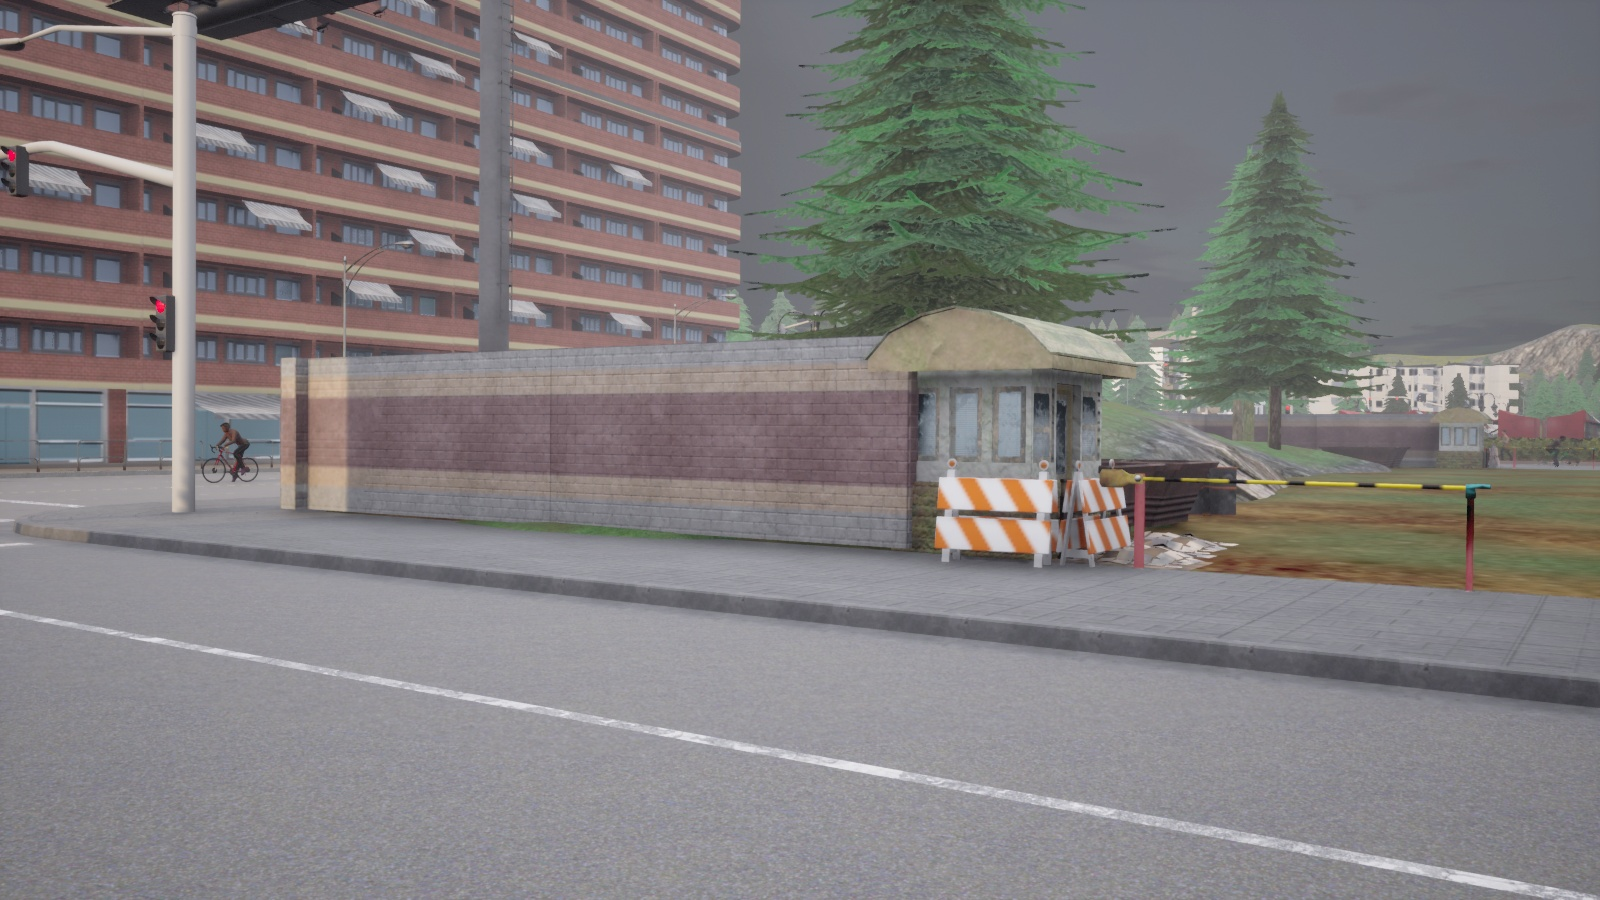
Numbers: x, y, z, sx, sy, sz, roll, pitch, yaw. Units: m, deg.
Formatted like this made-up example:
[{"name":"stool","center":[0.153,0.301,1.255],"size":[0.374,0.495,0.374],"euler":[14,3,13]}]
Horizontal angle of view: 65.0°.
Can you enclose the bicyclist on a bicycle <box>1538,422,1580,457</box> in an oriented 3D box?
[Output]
[{"name":"bicyclist on a bicycle","center":[35.977,-0.509,59.515],"size":[1.656,1.620,0.582],"euler":[0,1,34]}]

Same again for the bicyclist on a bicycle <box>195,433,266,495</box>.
[{"name":"bicyclist on a bicycle","center":[-15.360,0.360,33.906],"size":[0.582,1.620,1.656],"euler":[0,1,33]}]
